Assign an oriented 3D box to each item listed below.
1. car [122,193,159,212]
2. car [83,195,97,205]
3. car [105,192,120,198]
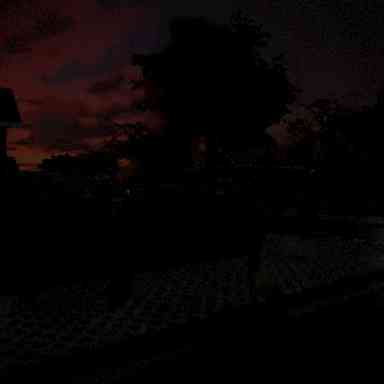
[{"bbox_3d":[-4.916,1.211,33.826,2.128,1.511,4.902,-1,1,-34],"label":"car"},{"bbox_3d":[-15.214,1.160,49.379,1.812,1.442,4.674,-1,1,-30],"label":"car"},{"bbox_3d":[-22.404,0.856,92.167,2.097,1.767,4.553,-1,0,5],"label":"car"}]
